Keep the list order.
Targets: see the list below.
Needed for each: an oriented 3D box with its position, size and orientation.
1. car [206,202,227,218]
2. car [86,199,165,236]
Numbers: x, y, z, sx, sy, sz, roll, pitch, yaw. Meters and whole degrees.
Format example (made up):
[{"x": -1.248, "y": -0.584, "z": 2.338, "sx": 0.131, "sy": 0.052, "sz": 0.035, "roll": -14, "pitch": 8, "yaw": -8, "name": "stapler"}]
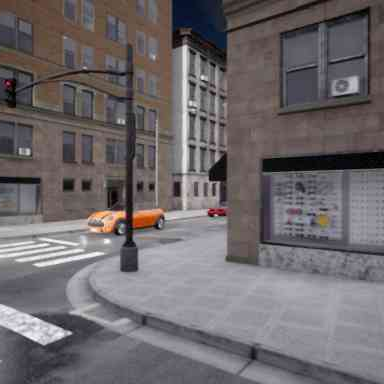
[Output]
[{"x": 3.136, "y": 1.491, "z": 27.751, "sx": 1.895, "sy": 1.301, "sz": 4.718, "roll": 0, "pitch": 0, "yaw": 35, "name": "car"}, {"x": -3.542, "y": 1.292, "z": 18.337, "sx": 2.097, "sy": 1.767, "sz": 4.553, "roll": 0, "pitch": 0, "yaw": 35, "name": "car"}]
